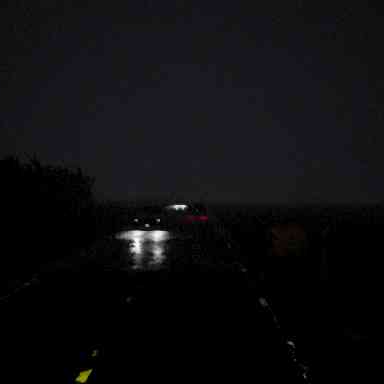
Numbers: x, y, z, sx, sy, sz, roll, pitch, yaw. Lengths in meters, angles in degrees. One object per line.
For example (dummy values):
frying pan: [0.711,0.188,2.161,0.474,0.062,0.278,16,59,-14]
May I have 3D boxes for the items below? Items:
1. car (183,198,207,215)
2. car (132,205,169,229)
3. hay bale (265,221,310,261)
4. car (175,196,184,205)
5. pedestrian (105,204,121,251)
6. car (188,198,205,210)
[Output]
car: [0.511,1.511,34.060,2.128,1.511,4.902,0,0,1]
car: [-2.578,1.554,22.052,2.033,1.411,5.357,0,0,1]
hay bale: [3.272,1.657,11.556,1.220,1.180,1.240,0,0,1]
car: [-2.082,1.558,59.992,2.128,1.511,4.902,0,0,1]
pedestrian: [-2.985,1.298,12.520,0.375,1.860,0.375,0,0,-1]
car: [0.620,1.581,44.024,2.033,1.411,5.357,0,0,1]
